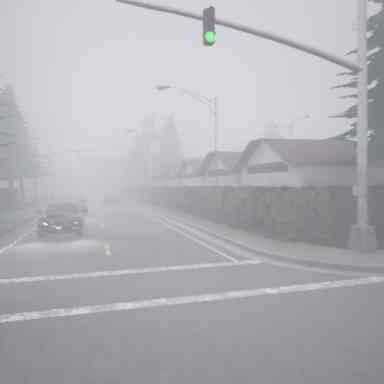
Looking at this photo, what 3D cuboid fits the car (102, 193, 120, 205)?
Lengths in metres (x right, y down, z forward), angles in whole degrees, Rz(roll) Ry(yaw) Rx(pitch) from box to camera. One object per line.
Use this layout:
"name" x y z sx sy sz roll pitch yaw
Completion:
"car" -10.080 0.786 41.267 1.994 1.385 4.181 -1 1 -19

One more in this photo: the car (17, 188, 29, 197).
"car" -34.717 0.099 65.284 3.866 1.878 1.905 -1 1 -17

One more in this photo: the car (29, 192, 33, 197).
"car" -35.100 0.314 68.648 3.806 1.475 1.970 -1 1 -17

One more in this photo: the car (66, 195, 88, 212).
"car" -9.295 1.020 26.343 1.882 1.535 5.008 -1 1 -17

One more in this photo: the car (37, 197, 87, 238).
"car" -6.308 1.228 16.339 1.837 1.490 4.892 -1 1 -16
